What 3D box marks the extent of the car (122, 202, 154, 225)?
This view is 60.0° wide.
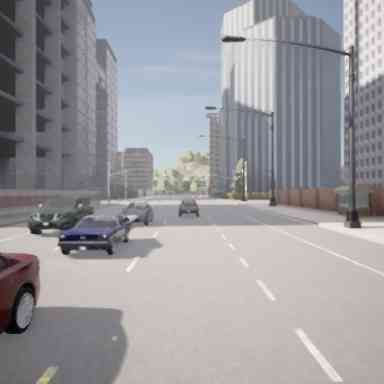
[{"bbox_3d":[-3.835,1.497,23.801,2.128,1.511,4.902,0,0,0],"label":"car"}]

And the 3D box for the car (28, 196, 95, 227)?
[{"bbox_3d":[-7.295,1.243,19.295,2.150,2.045,5.566,0,0,-1],"label":"car"}]

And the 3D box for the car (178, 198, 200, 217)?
[{"bbox_3d":[-0.288,1.483,31.579,2.128,1.511,4.902,0,0,0],"label":"car"}]

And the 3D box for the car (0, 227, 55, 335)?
[{"bbox_3d":[-3.623,1.489,3.960,1.882,1.535,5.008,0,0,-1],"label":"car"}]

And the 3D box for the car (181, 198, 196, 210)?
[{"bbox_3d":[-0.462,1.513,44.849,1.812,1.442,4.674,0,0,0],"label":"car"}]

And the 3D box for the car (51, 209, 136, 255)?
[{"bbox_3d":[-3.732,1.610,13.531,1.895,1.301,4.718,0,0,-1],"label":"car"}]
